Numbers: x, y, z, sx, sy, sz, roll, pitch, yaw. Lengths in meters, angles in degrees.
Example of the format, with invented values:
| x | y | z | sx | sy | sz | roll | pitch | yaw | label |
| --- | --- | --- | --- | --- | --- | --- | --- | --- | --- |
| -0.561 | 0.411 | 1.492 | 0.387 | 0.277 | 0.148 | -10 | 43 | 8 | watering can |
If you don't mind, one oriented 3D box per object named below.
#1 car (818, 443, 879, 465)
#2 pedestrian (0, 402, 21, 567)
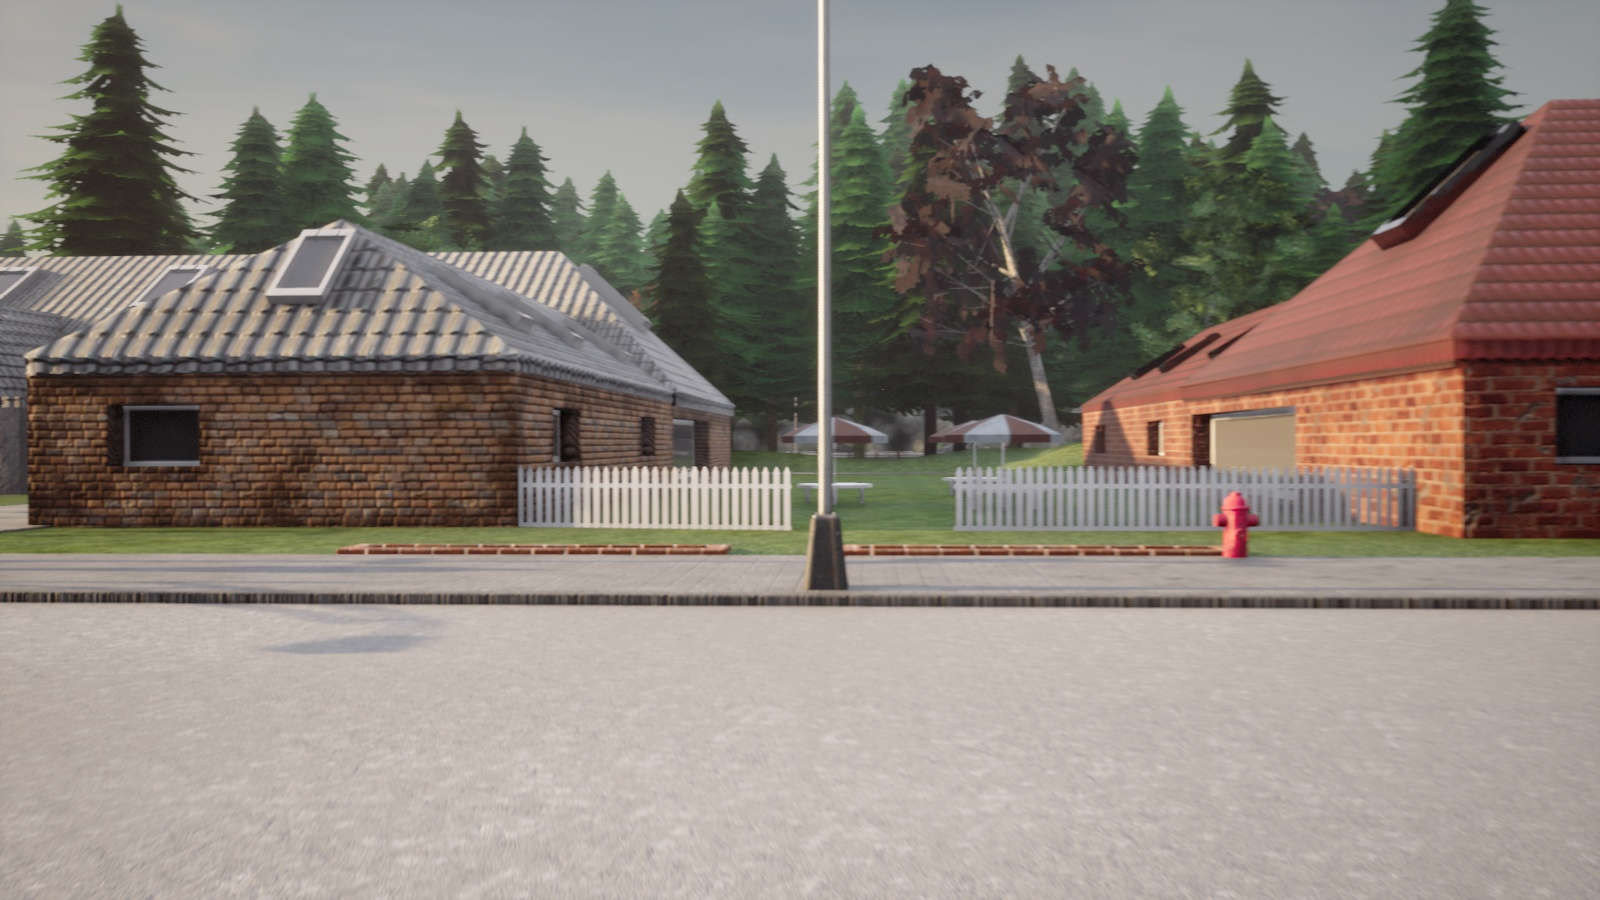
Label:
| x | y | z | sx | sy | sz | roll | pitch | yaw | label |
| --- | --- | --- | --- | --- | --- | --- | --- | --- | --- |
| 3.420 | 0.259 | 87.520 | 4.193 | 1.474 | 1.816 | 0 | 0 | 3 | car |
| -9.433 | 0.385 | 14.022 | 0.900 | 1.855 | 0.874 | 0 | 0 | 3 | pedestrian |
